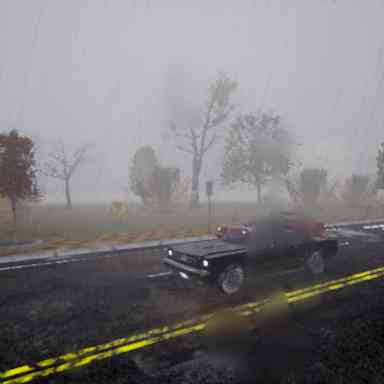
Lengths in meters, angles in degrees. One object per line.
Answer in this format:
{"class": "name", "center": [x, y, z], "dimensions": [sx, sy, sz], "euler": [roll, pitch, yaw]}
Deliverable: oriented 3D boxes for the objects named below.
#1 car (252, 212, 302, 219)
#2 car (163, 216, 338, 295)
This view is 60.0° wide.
{"class": "car", "center": [3.257, 1.507, 13.694], "dimensions": [4.718, 1.301, 1.895], "euler": [-1, 0, -33]}
{"class": "car", "center": [1.656, 1.544, 8.708], "dimensions": [4.718, 1.301, 1.895], "euler": [-1, 0, -34]}
